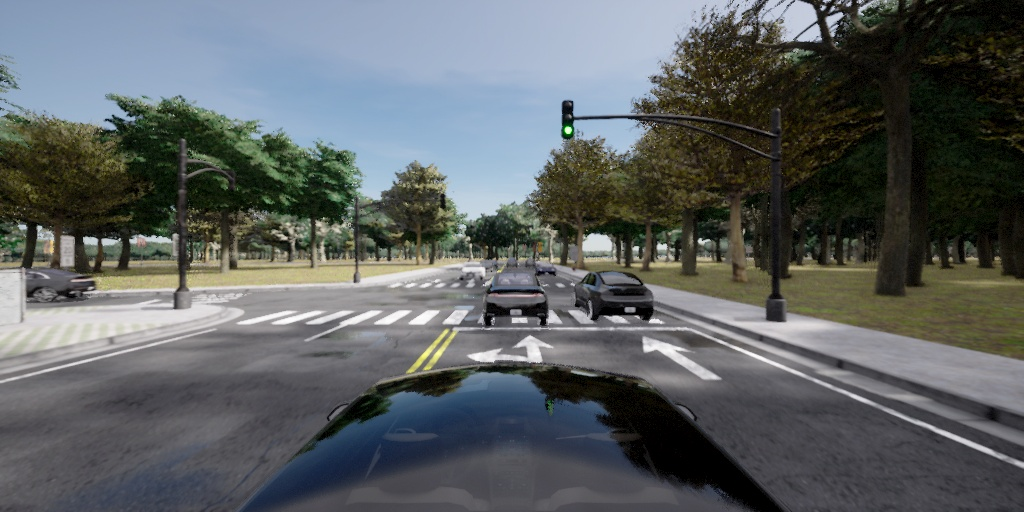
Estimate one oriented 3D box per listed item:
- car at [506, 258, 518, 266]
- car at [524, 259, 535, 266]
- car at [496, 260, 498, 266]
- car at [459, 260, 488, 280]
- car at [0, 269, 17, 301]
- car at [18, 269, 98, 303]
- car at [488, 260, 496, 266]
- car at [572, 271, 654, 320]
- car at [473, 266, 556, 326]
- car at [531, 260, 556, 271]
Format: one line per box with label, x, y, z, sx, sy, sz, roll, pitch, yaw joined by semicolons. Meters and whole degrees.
car;-0.001;1.255;62.006;2.128;1.511;4.902;0;0;0
car;3.257;1.255;62.935;2.128;1.511;4.902;0;0;0
car;-3.287;1.312;60.406;2.033;1.411;5.357;0;0;1
car;-3.347;1.296;31.249;1.812;1.442;4.674;0;0;0
car;-22.402;1.358;12.973;4.892;1.490;1.837;0;0;-23
car;-22.241;1.341;16.117;4.902;1.511;2.128;0;0;-22
car;-3.336;1.275;44.969;1.837;1.490;4.892;0;0;0
car;3.351;1.268;12.591;1.837;1.490;4.892;0;0;0
car;0.103;1.254;11.766;2.128;1.511;4.902;0;0;0
car;3.351;1.371;36.857;1.895;1.301;4.718;0;0;0
